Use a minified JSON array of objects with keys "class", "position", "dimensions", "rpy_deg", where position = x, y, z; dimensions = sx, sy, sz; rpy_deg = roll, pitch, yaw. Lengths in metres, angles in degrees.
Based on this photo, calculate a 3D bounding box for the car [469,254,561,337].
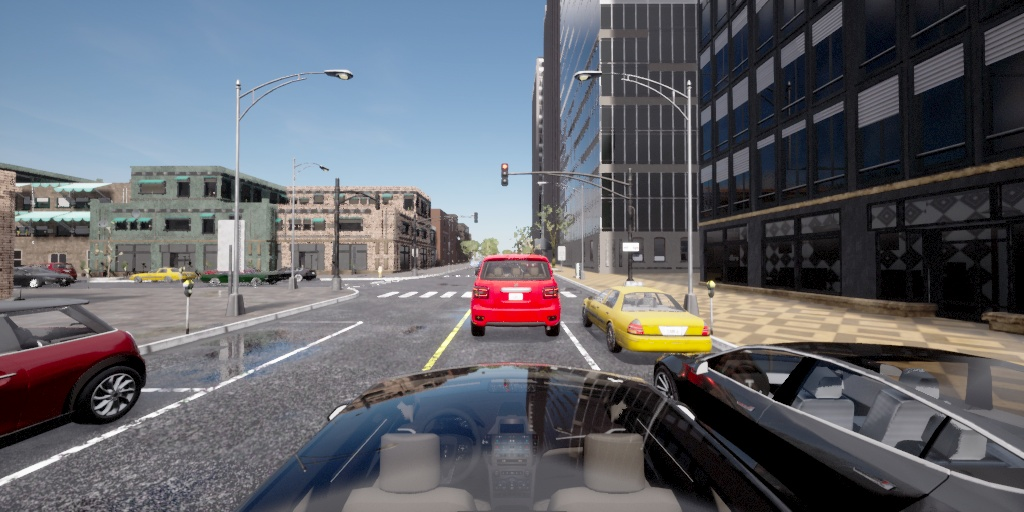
[{"class":"car","position":[0.081,0.975,10.480],"dimensions":[2.150,2.045,5.566],"rpy_deg":[0,0,0]}]

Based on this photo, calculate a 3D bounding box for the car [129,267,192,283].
[{"class":"car","position":[-30.743,1.627,31.577],"dimensions":[4.829,1.417,1.751],"rpy_deg":[0,0,1]}]

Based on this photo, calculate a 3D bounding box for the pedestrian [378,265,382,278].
[{"class":"pedestrian","position":[-12.616,1.399,34.339],"dimensions":[0.375,1.300,0.375],"rpy_deg":[0,0,1]}]

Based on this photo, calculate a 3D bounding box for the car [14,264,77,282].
[{"class":"car","position":[-34.676,1.555,25.845],"dimensions":[4.892,1.490,1.837],"rpy_deg":[-1,-1,1]}]

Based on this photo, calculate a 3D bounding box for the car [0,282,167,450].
[{"class":"car","position":[-5.692,1.190,2.827],"dimensions":[1.967,1.591,4.097],"rpy_deg":[0,0,0]}]

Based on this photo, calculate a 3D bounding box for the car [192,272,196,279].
[{"class":"car","position":[-25.025,1.489,31.517],"dimensions":[4.097,1.591,1.967],"rpy_deg":[0,0,1]}]

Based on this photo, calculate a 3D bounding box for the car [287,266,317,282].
[{"class":"car","position":[-19.477,1.562,31.458],"dimensions":[4.313,1.339,1.948],"rpy_deg":[0,0,1]}]

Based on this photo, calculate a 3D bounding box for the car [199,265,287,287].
[{"class":"car","position":[-19.209,1.503,25.671],"dimensions":[4.718,1.301,1.895],"rpy_deg":[-1,-1,1]}]

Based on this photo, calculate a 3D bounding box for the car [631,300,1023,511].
[{"class":"car","position":[2.655,1.316,2.791],"dimensions":[1.948,1.339,4.313],"rpy_deg":[0,0,0]}]

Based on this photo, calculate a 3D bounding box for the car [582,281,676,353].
[{"class":"car","position":[2.813,1.277,8.605],"dimensions":[1.751,1.417,4.829],"rpy_deg":[0,0,0]}]
